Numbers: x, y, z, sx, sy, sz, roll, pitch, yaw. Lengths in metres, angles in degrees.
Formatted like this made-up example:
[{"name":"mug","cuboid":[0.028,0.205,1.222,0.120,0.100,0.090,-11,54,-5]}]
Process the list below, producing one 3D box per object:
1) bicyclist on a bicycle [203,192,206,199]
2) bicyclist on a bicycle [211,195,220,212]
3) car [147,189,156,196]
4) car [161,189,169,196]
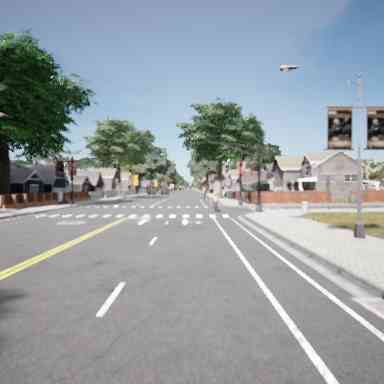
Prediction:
[{"name":"bicyclist on a bicycle","cuboid":[2.212,0.723,57.010,0.582,1.620,1.656,0,0,0]},{"name":"bicyclist on a bicycle","cuboid":[2.208,1.036,31.600,0.866,1.612,1.509,0,1,0]},{"name":"car","cuboid":[-9.803,0.086,81.214,2.128,1.511,4.902,0,1,0]},{"name":"car","cuboid":[-6.553,0.085,81.217,2.128,1.511,4.902,0,1,0]}]
